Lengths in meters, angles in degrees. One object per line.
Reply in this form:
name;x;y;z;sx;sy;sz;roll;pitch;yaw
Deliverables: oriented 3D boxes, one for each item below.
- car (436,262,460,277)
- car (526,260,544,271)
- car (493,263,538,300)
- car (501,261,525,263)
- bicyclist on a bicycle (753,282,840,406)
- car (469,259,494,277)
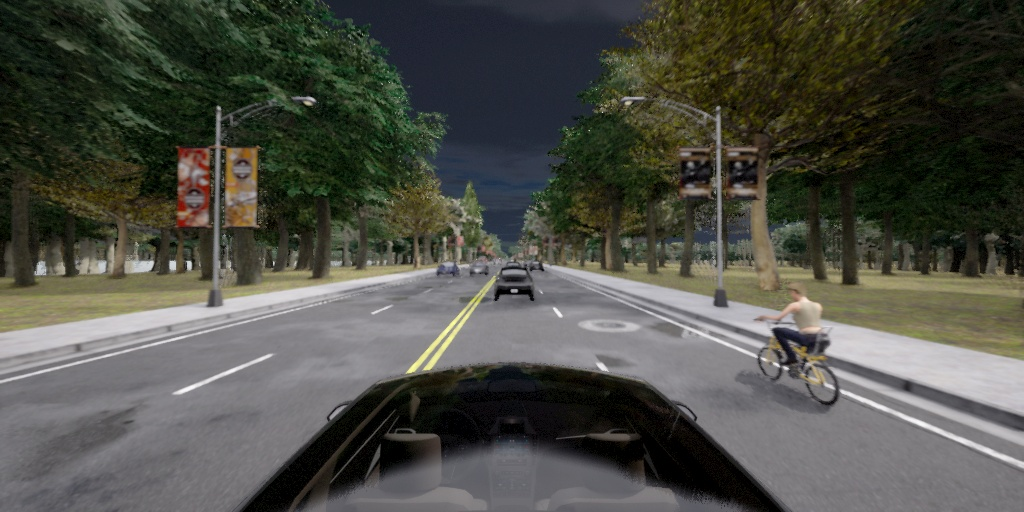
car;-6.582;1.338;37.197;1.812;1.442;4.674;0;0;0
car;3.364;1.372;49.866;1.812;1.442;4.674;0;0;0
car;0.103;1.275;17.976;1.837;1.490;4.892;0;0;0
car;0.107;1.313;36.045;1.837;1.490;4.892;0;0;0
bicyclist on a bicycle;4.156;1.189;5.300;0.866;1.612;1.509;0;0;0
car;-3.333;1.303;37.185;2.128;1.511;4.902;0;0;0
